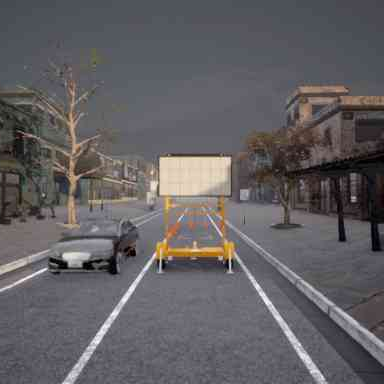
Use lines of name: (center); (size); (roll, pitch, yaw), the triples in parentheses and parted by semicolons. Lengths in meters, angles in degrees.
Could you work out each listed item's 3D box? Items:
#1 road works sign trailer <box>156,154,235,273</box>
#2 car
road works sign trailer: (0.108, 0.552, 10.922); (2.380, 3.560, 2.880); (0, -1, 1)
car: (-2.893, 1.576, 10.764); (2.128, 1.511, 4.902); (0, -1, 1)
